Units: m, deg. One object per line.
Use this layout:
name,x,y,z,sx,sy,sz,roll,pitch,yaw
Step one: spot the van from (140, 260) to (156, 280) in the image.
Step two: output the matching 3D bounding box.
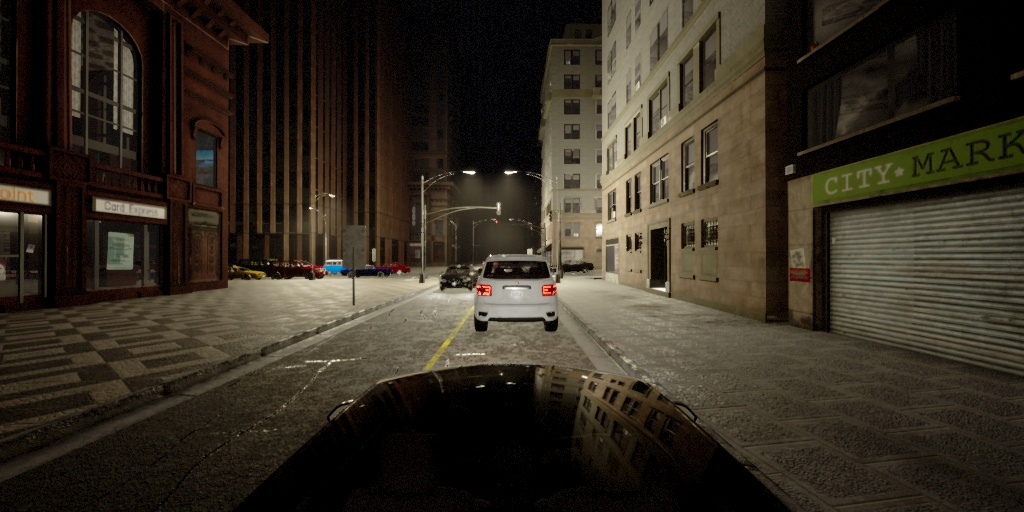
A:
van,-30.870,1.436,32.774,3.998,1.789,1.690,0,0,0

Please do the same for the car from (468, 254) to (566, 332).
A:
car,0.100,0.974,11.046,2.150,2.045,5.566,0,0,0

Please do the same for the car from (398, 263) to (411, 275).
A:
car,-13.976,1.477,41.239,4.507,1.381,1.888,0,0,0

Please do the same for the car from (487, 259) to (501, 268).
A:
car,-3.066,1.221,60.843,2.128,1.511,4.902,0,0,0

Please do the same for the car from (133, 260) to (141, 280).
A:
car,-34.466,1.373,35.370,5.566,2.045,2.150,-1,0,0

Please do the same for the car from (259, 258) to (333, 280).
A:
car,-19.621,1.273,32.733,5.009,1.841,2.192,0,0,0

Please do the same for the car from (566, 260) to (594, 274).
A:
car,6.107,1.164,37.537,4.902,1.511,2.128,-1,0,-11

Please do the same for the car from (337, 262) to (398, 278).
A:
car,-14.145,1.506,35.285,4.718,1.301,1.895,-1,0,0

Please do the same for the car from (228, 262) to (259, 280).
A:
car,-25.076,1.552,32.753,4.829,1.417,1.751,0,0,0

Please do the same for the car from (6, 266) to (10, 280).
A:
car,-47.742,1.849,32.834,4.403,1.370,2.007,0,0,0

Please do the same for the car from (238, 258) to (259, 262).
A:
car,-24.110,1.247,35.314,5.566,2.045,2.150,-1,0,-1

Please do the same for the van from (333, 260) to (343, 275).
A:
van,-19.600,1.341,41.259,3.998,1.789,1.690,0,0,0

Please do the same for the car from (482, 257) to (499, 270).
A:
car,-3.111,1.097,51.765,2.097,1.767,4.553,0,0,1

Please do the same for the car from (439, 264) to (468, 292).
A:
car,-3.138,1.260,21.751,1.837,1.490,4.892,0,0,0
